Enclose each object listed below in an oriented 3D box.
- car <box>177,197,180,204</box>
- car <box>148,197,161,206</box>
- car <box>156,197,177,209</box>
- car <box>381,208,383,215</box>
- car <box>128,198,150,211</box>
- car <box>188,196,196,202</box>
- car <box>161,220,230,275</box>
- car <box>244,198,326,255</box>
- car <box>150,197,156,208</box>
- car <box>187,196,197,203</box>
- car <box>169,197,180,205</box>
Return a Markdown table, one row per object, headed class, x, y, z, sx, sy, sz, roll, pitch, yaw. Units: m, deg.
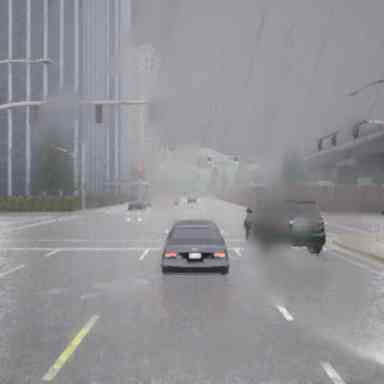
| class | x | y | z | sx | sy | sz | roll | pitch | yaw |
| --- | --- | --- | --- | --- | --- | --- | --- | --- | --- |
| car | -3.576 | 1.683 | 57.434 | 1.882 | 1.535 | 5.008 | 0 | 0 | 0 |
| car | -7.039 | 1.748 | 62.116 | 1.812 | 1.442 | 4.674 | 0 | 0 | 1 |
| car | -3.600 | 1.650 | 48.010 | 1.882 | 1.535 | 5.008 | 0 | 0 | 0 |
| car | 19.171 | 1.378 | 28.147 | 5.566 | 2.045 | 2.150 | 0 | 0 | 0 |
| car | -7.104 | 1.757 | 43.484 | 1.895 | 1.301 | 4.718 | 0 | 0 | 0 |
| car | -0.011 | 1.803 | 84.793 | 1.837 | 1.490 | 4.892 | 0 | 0 | 0 |
| car | 0.083 | 1.585 | 10.483 | 2.033 | 1.411 | 5.357 | 0 | 0 | 0 |
| car | 3.587 | 1.273 | 13.768 | 2.150 | 2.045 | 5.566 | 0 | 0 | 0 |
| car | -7.094 | 1.681 | 52.810 | 2.128 | 1.511 | 4.902 | 0 | 0 | 0 |
| car | -0.010 | 1.622 | 74.549 | 2.097 | 1.767 | 4.553 | 0 | 0 | 0 |
| car | -3.509 | 1.736 | 67.591 | 2.128 | 1.511 | 4.902 | 0 | 0 | 0 |
